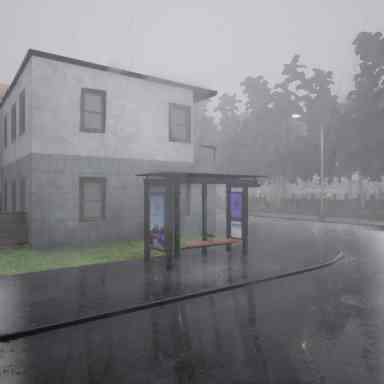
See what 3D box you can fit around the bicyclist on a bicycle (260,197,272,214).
[{"bbox_3d":[7.200,1.349,32.448,1.656,1.620,0.582,0,0,-35],"label":"bicyclist on a bicycle"}]
